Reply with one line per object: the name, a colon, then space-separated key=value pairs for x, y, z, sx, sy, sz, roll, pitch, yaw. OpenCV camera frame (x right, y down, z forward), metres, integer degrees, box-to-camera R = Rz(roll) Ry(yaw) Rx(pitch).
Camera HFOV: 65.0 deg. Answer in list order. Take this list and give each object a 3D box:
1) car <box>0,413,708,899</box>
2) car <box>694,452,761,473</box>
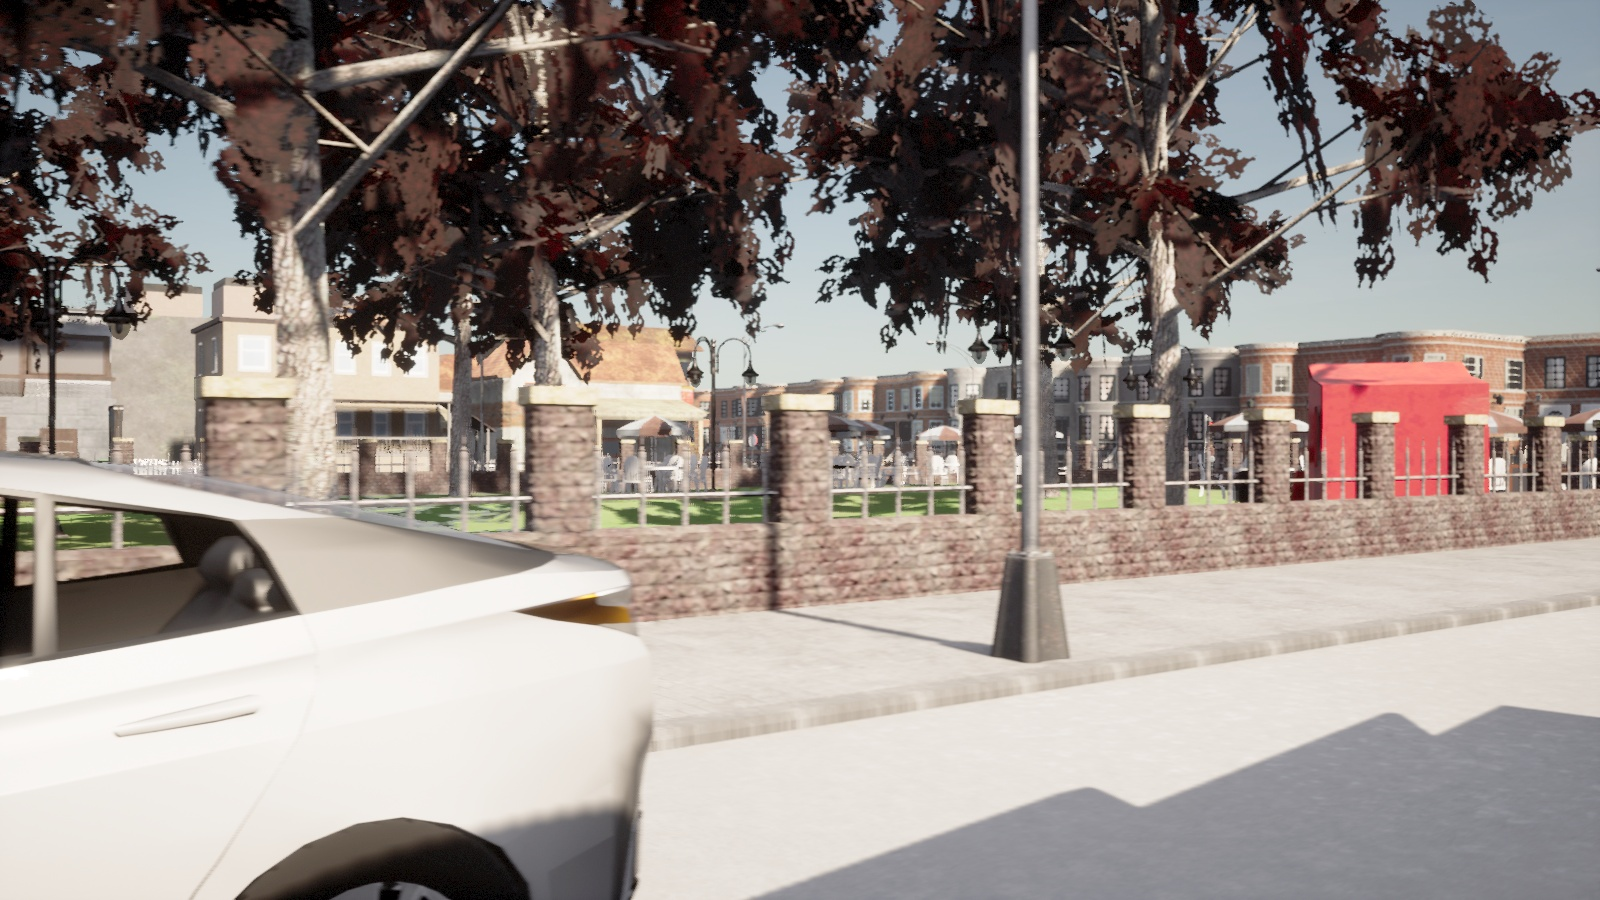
car: x=-2.640 y=0.707 z=2.430 sx=4.514 sy=1.525 sz=2.007 roll=0 pitch=0 yaw=-35
car: x=-4.983 y=0.833 z=85.082 sx=2.033 sy=1.411 sz=5.357 roll=0 pitch=0 yaw=-35
